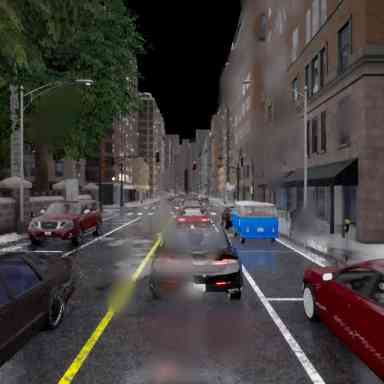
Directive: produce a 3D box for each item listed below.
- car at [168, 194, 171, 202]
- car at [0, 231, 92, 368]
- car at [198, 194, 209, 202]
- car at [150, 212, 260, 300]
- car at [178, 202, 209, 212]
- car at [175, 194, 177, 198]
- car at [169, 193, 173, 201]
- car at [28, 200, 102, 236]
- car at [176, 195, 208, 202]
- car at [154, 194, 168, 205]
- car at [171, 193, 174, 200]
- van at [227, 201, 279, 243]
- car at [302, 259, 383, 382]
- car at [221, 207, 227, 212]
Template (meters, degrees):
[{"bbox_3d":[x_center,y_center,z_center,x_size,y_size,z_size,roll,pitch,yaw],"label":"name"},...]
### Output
[{"bbox_3d":[-5.722,1.501,64.751,2.008,1.369,4.403,0,0,0],"label":"car"},{"bbox_3d":[-3.103,1.547,4.121,2.033,1.411,5.357,0,0,0],"label":"car"},{"bbox_3d":[2.793,1.386,75.696,1.967,1.590,4.097,0,0,0],"label":"car"},{"bbox_3d":[0.093,1.490,8.346,2.128,1.511,4.902,0,0,0],"label":"car"},{"bbox_3d":[0.088,1.519,18.608,1.812,1.442,4.674,0,0,0],"label":"car"},{"bbox_3d":[-5.740,1.496,86.554,2.008,1.369,4.403,0,0,0],"label":"car"},{"bbox_3d":[-5.727,1.493,70.202,1.887,1.381,4.507,0,0,0],"label":"car"},{"bbox_3d":[-5.682,1.310,15.612,2.192,1.841,5.009,0,0,0],"label":"car"},{"bbox_3d":[0.025,1.338,27.565,2.097,1.767,4.553,0,0,2],"label":"car"},{"bbox_3d":[-5.718,1.480,59.131,1.752,1.417,4.829,0,0,0],"label":"car"},{"bbox_3d":[-5.731,1.491,75.653,1.887,1.381,4.507,0,0,0],"label":"car"},{"bbox_3d":[2.842,1.336,15.659,1.690,1.788,3.998,0,0,0],"label":"van"},{"bbox_3d":[2.851,1.544,4.338,1.887,1.381,4.507,0,0,0],"label":"car"},{"bbox_3d":[2.838,1.557,21.319,1.947,1.339,4.313,0,0,0],"label":"car"}]
